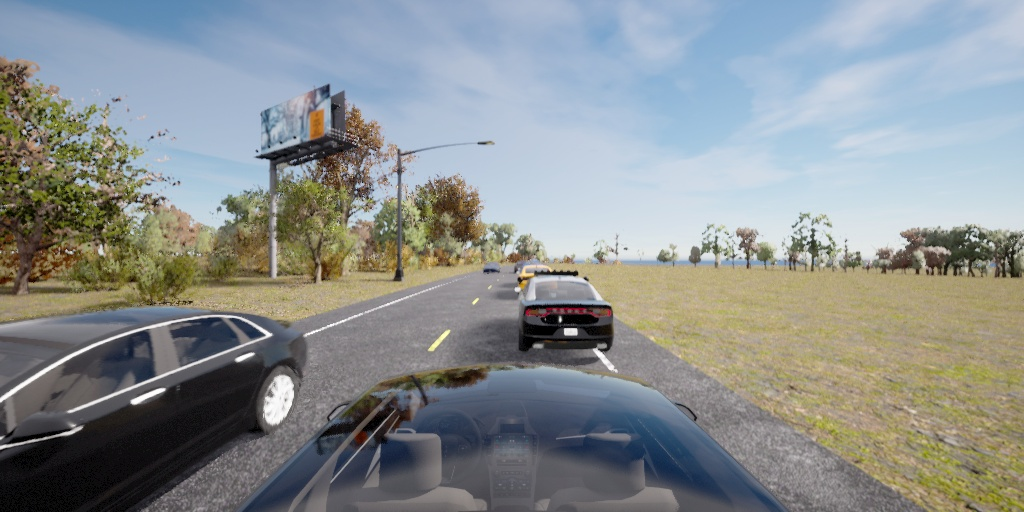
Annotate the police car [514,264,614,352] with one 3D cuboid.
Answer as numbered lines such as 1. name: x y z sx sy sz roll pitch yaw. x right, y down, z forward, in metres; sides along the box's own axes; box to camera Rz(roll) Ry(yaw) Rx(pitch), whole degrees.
1. police car: 1.093 1.172 9.078 1.930 1.638 5.238 0 0 1

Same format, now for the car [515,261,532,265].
1. car: 1.263 1.239 18.934 1.882 1.535 5.008 0 0 1

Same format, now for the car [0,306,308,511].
1. car: -3.578 1.253 2.729 1.837 1.490 4.892 0 0 0

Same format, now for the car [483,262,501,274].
1. car: -2.386 1.440 44.108 2.033 1.411 5.357 0 0 3
